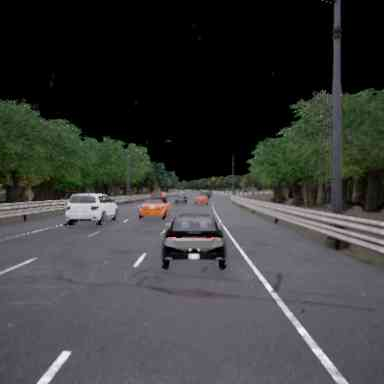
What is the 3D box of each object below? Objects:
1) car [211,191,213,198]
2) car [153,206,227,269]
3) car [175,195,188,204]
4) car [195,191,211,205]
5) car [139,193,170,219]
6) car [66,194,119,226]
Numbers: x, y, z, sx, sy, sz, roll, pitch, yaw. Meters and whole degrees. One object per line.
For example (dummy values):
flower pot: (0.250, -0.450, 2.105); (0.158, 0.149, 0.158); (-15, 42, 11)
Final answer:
car: (3.043, 0.844, 76.627); (2.150, 2.045, 5.566); (0, 0, 5)
car: (0.078, 1.453, 11.058); (2.128, 1.511, 4.902); (0, 0, 1)
car: (-1.737, 1.234, 56.752); (2.128, 1.511, 4.902); (0, 0, 3)
car: (1.575, 1.113, 54.740); (2.097, 1.767, 4.553); (0, 0, 3)
car: (-2.990, 1.239, 27.662); (2.097, 1.767, 4.553); (0, 0, 2)
car: (-6.660, 1.126, 22.732); (2.150, 2.045, 5.566); (0, 0, 2)
